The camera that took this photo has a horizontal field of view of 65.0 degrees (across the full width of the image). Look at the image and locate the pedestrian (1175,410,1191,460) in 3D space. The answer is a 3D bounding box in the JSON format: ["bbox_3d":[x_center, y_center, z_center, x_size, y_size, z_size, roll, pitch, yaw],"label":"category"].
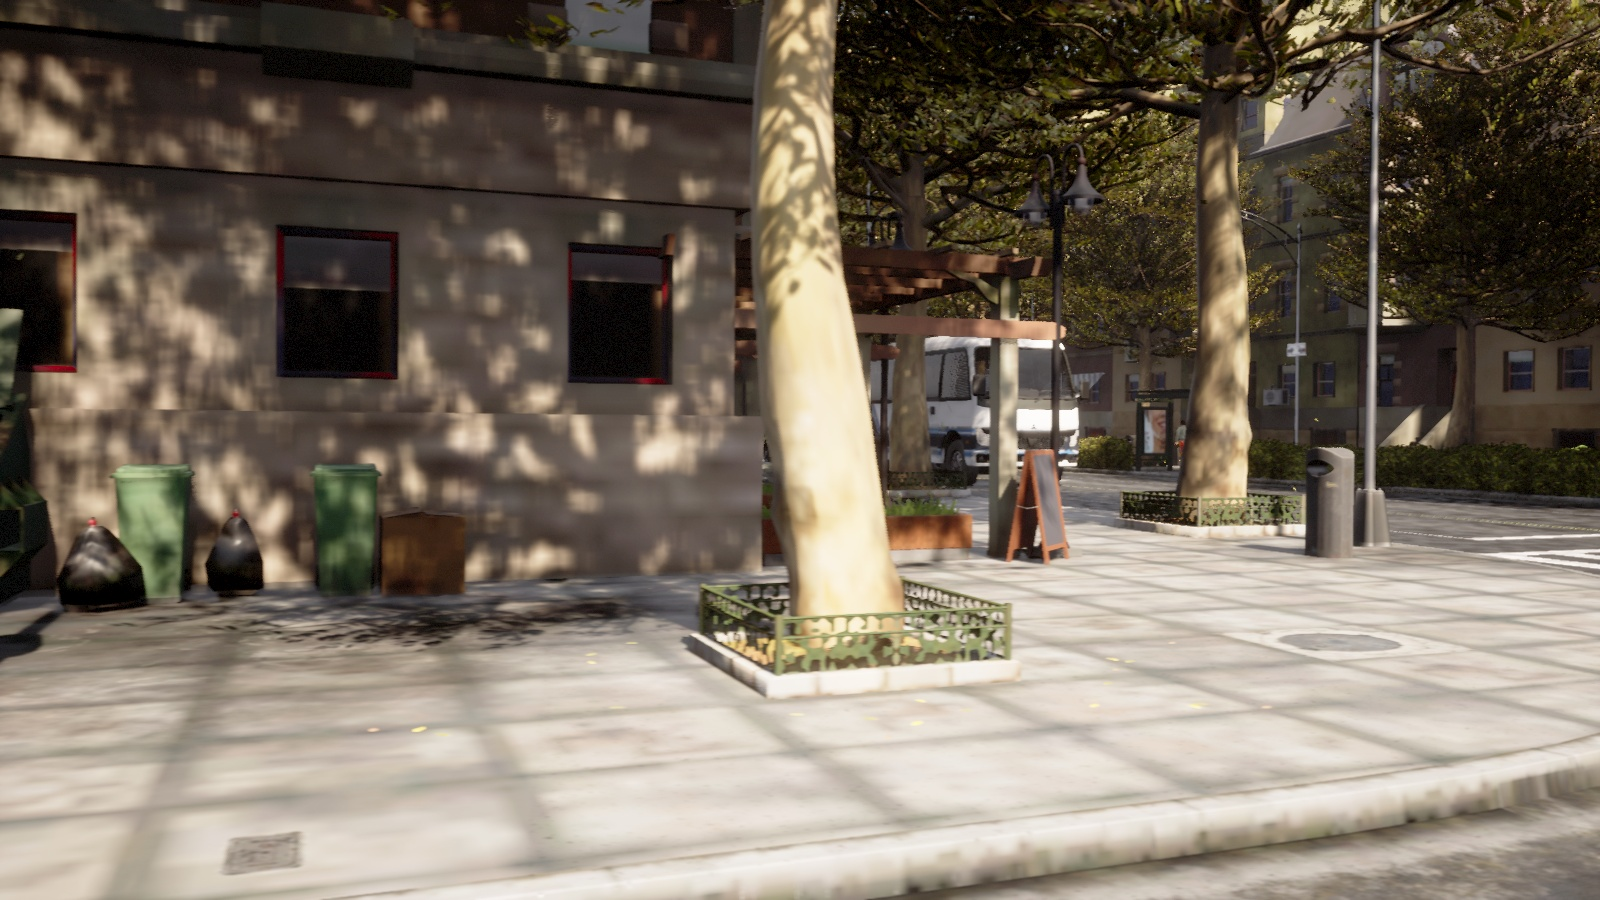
[{"bbox_3d":[14.116,-0.550,46.239,0.353,1.847,0.614,-1,1,-4],"label":"pedestrian"}]

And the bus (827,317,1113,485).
[{"bbox_3d":[4.568,-1.333,37.206,3.944,4.253,10.273,-1,1,-21],"label":"bus"}]
